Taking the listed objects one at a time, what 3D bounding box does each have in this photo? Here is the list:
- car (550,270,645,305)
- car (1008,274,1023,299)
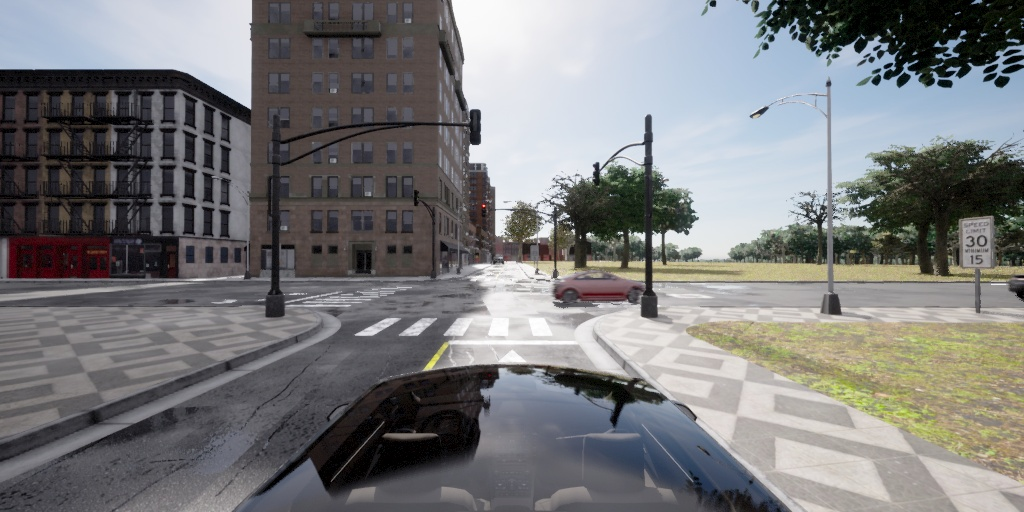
[{"bbox_3d":[3.745,1.303,15.418,4.181,1.385,1.994,-1,-1,0],"label":"car"},{"bbox_3d":[24.639,1.223,15.416,4.902,1.511,2.128,0,-1,0],"label":"car"}]
